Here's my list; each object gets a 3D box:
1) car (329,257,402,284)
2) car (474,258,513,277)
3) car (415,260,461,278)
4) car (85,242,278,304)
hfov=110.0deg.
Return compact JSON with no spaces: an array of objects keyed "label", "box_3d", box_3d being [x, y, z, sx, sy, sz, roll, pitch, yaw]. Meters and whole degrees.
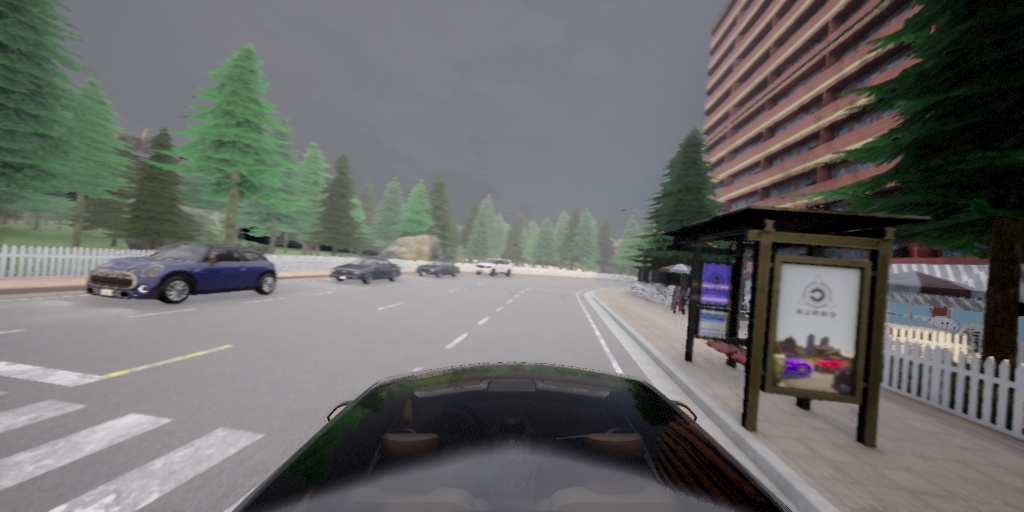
[{"label":"car","box_3d":[-8.348,0.796,21.169,2.033,1.411,5.357,5,-1,8]},{"label":"car","box_3d":[-1.983,1.269,41.208,2.150,2.045,5.566,5,-1,31]},{"label":"car","box_3d":[-6.303,1.099,31.379,2.033,1.411,5.357,5,-1,17]},{"label":"car","box_3d":[-9.699,0.360,11.109,2.097,1.767,4.553,5,-1,8]}]
